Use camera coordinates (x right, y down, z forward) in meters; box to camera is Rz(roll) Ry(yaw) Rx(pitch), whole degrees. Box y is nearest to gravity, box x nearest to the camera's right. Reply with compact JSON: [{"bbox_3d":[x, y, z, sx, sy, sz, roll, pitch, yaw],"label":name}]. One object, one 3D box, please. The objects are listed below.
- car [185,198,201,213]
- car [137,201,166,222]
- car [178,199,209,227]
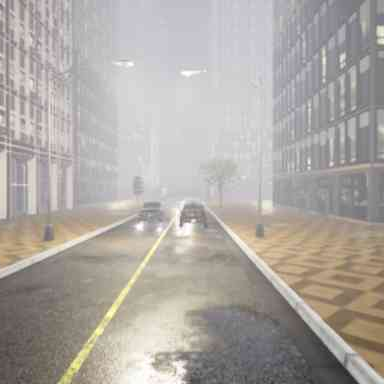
[{"bbox_3d":[0.100,1.494,38.307,1.812,1.442,4.674,0,0,0],"label":"car"},{"bbox_3d":[-3.103,1.480,26.363,1.837,1.490,4.892,0,0,0],"label":"car"},{"bbox_3d":[0.095,1.484,22.615,1.837,1.490,4.892,0,0,0],"label":"car"}]
